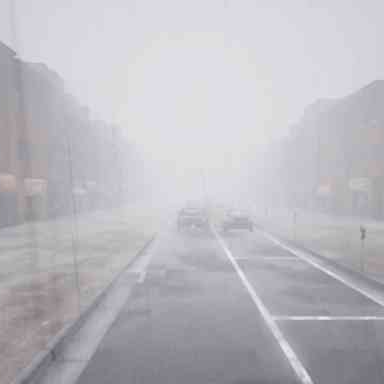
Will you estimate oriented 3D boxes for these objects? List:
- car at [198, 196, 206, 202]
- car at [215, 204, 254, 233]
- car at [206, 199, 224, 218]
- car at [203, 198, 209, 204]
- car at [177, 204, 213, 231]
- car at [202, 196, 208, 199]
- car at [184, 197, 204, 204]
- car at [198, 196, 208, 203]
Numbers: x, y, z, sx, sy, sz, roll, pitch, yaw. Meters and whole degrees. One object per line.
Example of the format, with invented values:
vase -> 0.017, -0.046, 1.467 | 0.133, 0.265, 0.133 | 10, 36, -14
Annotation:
car -> 2.476, 1.801, 86.122 | 1.947, 1.339, 4.313 | -1, 0, 0
car -> 2.589, 1.633, 19.733 | 1.802, 1.307, 4.206 | -1, 0, 0
car -> 2.568, 1.605, 30.968 | 1.752, 1.417, 4.829 | -1, 0, 0
car -> 2.560, 1.645, 36.330 | 2.008, 1.369, 4.403 | -1, 0, 0
car -> 0.064, 1.655, 21.060 | 1.895, 1.301, 4.718 | 0, 0, 0
car -> 2.542, 1.691, 47.395 | 1.947, 1.339, 4.313 | -1, 0, 0
car -> 0.034, 1.650, 39.223 | 2.033, 1.411, 5.357 | 0, 0, 0
car -> 2.492, 1.643, 75.058 | 1.967, 1.590, 4.097 | -1, 0, 0
